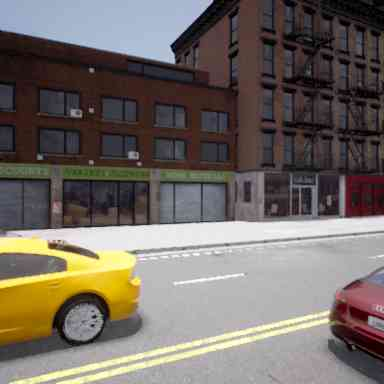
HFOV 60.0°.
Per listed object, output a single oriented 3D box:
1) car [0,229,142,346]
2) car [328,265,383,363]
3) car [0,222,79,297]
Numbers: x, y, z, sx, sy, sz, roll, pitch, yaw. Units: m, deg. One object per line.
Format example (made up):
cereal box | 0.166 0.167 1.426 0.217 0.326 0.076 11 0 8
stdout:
car | -3.290 1.486 5.064 5.008 1.535 1.882 0 0 -27
car | 4.073 1.582 4.929 4.181 1.385 1.994 0 0 -27
car | -5.526 1.560 7.575 5.357 1.411 2.033 0 0 -27
